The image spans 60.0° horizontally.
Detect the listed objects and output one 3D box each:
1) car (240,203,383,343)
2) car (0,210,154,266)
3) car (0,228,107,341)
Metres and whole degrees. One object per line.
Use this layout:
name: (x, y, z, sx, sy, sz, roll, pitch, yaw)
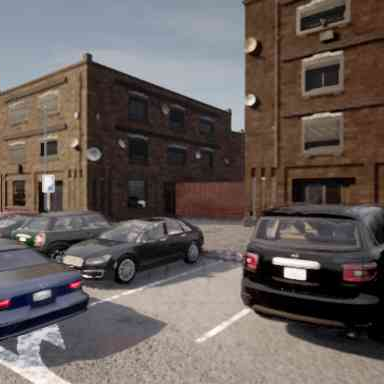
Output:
car: (2.998, 1.242, 6.849, 2.435, 2.045, 5.566, -1, 0, 35)
car: (-3.775, 1.445, 11.602, 2.185, 1.767, 4.553, -1, 0, 35)
car: (-4.279, 1.616, 6.425, 5.357, 1.411, 2.033, -1, 0, 36)
